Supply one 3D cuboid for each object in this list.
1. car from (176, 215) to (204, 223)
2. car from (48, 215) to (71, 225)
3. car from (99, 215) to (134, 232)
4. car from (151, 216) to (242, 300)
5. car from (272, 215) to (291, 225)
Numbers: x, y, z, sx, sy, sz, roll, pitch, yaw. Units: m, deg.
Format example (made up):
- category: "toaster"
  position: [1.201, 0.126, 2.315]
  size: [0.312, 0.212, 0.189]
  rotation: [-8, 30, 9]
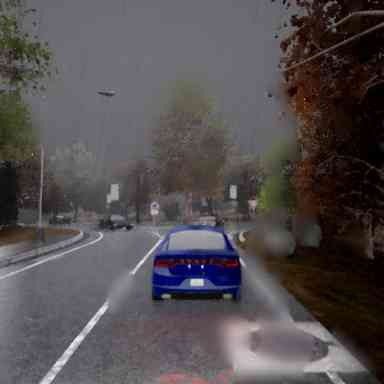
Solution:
- category: "car"
  position: [-0.411, 5.365, 66.144]
  size: [5.357, 1.411, 2.033]
  rotation: [0, -4, 12]
- category: "car"
  position: [-19.589, 4.143, 49.427]
  size: [1.882, 1.535, 5.008]
  rotation: [-1, -4, 1]
- category: "car"
  position: [-6.956, 2.796, 30.029]
  size: [2.033, 1.411, 5.357]
  rotation: [3, -5, -30]
- category: "car"
  position: [0.109, 1.593, 8.667]
  size: [1.882, 1.535, 5.008]
  rotation: [0, -1, 0]
- category: "car"
  position: [13.473, 4.223, 50.157]
  size: [1.837, 1.490, 4.892]
  rotation: [1, -4, 2]
